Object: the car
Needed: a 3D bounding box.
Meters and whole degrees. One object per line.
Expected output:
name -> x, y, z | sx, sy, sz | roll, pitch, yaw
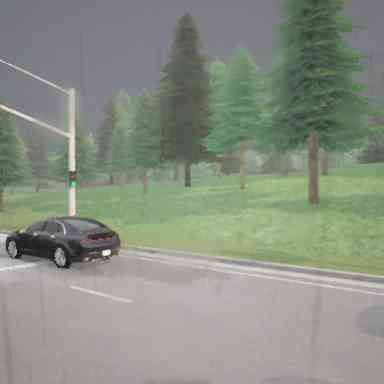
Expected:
car -> -4.567, 1.598, 11.535 | 4.892, 1.490, 1.837 | 0, 0, 36
